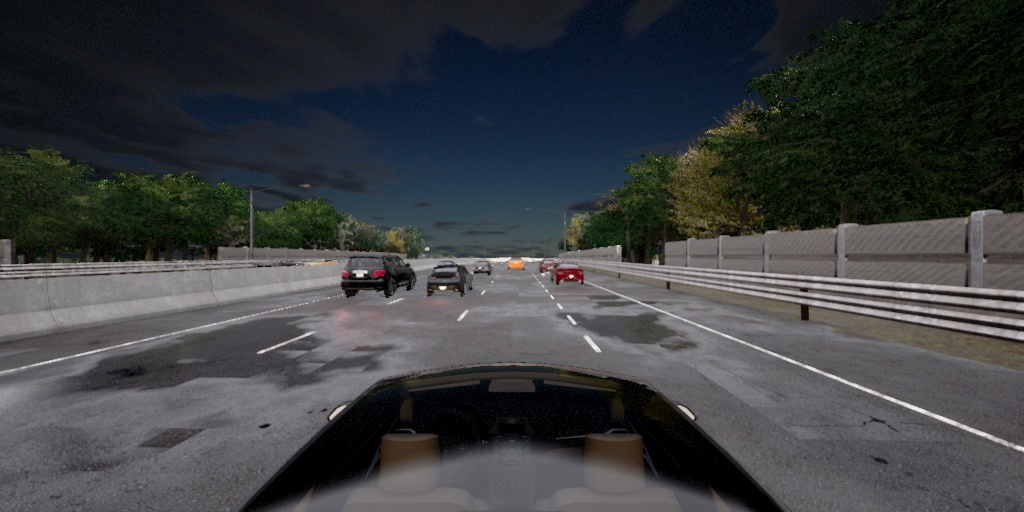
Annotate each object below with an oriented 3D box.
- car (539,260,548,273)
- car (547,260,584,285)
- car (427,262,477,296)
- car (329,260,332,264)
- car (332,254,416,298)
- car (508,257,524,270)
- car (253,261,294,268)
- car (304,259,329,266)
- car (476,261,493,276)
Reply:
[{"bbox_3d":[4.078,1.155,41.275,1.812,1.442,4.674,0,0,1],"label":"car"},{"bbox_3d":[3.884,1.179,25.748,1.882,1.535,5.008,0,0,1],"label":"car"},{"bbox_3d":[-3.199,1.228,19.111,1.837,1.490,4.892,0,0,1],"label":"car"},{"bbox_3d":[-20.571,0.967,45.327,2.097,1.767,4.553,0,0,1],"label":"car"},{"bbox_3d":[-6.705,0.946,18.566,2.150,2.045,5.566,0,0,1],"label":"car"},{"bbox_3d":[0.578,0.959,49.701,2.097,1.767,4.553,0,0,1],"label":"car"},{"bbox_3d":[-27.620,1.229,41.578,1.895,1.301,4.718,0,0,1],"label":"car"},{"bbox_3d":[-24.074,1.093,44.967,1.882,1.535,5.008,0,0,1],"label":"car"},{"bbox_3d":[-2.985,1.200,36.380,2.033,1.411,5.357,0,0,1],"label":"car"}]
